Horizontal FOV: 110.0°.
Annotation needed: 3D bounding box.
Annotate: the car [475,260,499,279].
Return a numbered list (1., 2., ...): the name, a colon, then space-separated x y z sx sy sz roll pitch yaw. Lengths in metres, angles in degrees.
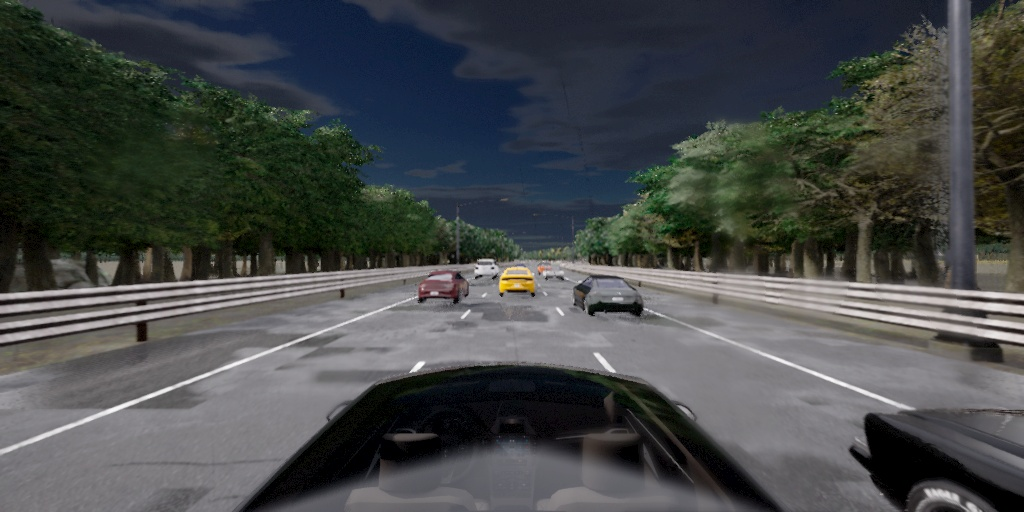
1. car: -2.670 1.432 38.886 2.150 2.045 5.566 0 -1 2

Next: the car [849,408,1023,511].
1. car: 3.502 1.340 0.547 1.895 1.301 4.718 0 -1 0

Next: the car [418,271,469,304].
1. car: -3.250 1.447 17.523 1.812 1.442 4.674 0 -1 1

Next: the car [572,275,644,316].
1. car: 3.600 1.450 14.118 1.994 1.385 4.181 0 -1 1

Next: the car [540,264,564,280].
1. car: 4.149 1.780 36.546 1.895 1.301 4.718 0 -1 2

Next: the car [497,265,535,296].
1. car: 0.318 1.446 21.277 1.882 1.535 5.008 0 -1 1

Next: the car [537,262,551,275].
1. car: 4.854 1.777 52.406 2.097 1.767 4.553 0 -1 3
